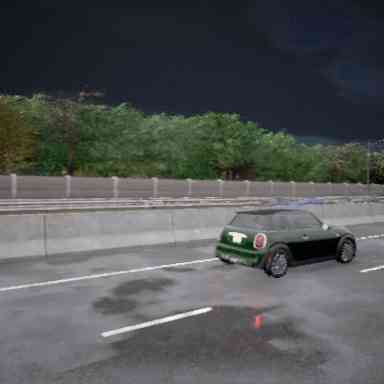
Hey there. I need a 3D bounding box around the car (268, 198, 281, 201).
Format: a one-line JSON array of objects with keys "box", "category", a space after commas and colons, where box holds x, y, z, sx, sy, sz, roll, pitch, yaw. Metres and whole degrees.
[{"box": [9.003, 1.363, 35.370, 4.181, 1.385, 1.994, 0, 0, -34], "category": "car"}]

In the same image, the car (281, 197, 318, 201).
[{"box": [11.456, 1.305, 32.801, 5.008, 1.535, 1.882, 0, 0, -34], "category": "car"}]

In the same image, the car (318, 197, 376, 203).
[{"box": [14.243, 1.351, 30.457, 4.902, 1.511, 2.128, 0, 0, -34], "category": "car"}]

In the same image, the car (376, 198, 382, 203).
[{"box": [23.903, 1.351, 45.333, 5.357, 1.411, 2.033, 0, 0, -33], "category": "car"}]

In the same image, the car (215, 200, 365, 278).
[{"box": [2.973, 1.293, 10.139, 4.553, 1.767, 2.097, 0, 0, -34], "category": "car"}]
